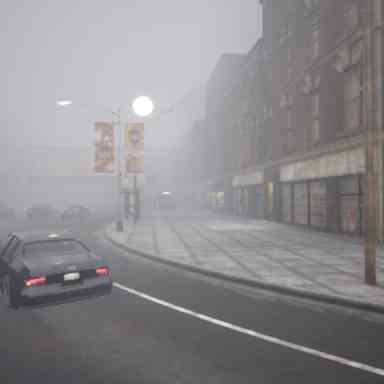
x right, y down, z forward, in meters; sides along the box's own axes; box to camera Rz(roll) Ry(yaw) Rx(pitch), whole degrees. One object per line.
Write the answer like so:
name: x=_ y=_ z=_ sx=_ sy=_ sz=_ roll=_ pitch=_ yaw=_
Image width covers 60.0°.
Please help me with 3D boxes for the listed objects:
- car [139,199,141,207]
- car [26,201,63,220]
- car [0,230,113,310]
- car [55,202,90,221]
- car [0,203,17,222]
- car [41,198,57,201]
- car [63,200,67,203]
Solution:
car: x=-15.134 y=2.624 z=88.774 sx=2.231 sy=1.521 sz=4.892 roll=0 pitch=-1 yaw=3
car: x=-14.787 y=1.944 z=33.044 sx=2.128 sy=1.511 sz=4.902 roll=0 pitch=-1 yaw=-7
car: x=-3.786 y=1.662 z=8.230 sx=2.033 sy=1.411 sz=5.357 roll=0 pitch=-1 yaw=-38
car: x=-11.204 y=1.980 z=32.254 sx=2.033 sy=1.411 sz=5.357 roll=0 pitch=-1 yaw=-7
car: x=-18.302 y=1.790 z=31.137 sx=2.097 sy=1.767 sz=4.553 roll=0 pitch=-1 yaw=-7
car: x=-29.412 y=2.158 z=68.249 sx=2.435 sy=2.045 sz=5.566 roll=0 pitch=-1 yaw=-7
car: x=-30.362 y=2.617 z=75.579 sx=1.895 sy=1.301 sz=4.718 roll=0 pitch=-1 yaw=-7
